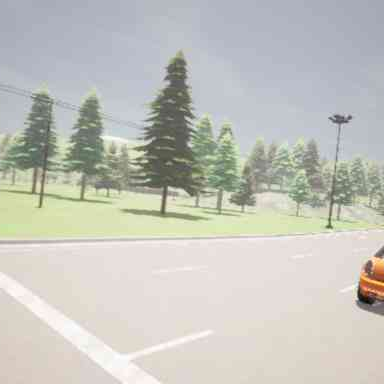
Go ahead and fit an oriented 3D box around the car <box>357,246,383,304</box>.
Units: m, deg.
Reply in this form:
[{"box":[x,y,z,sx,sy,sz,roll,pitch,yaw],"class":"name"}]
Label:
[{"box":[6.175,2.052,8.653,4.553,1.767,2.097,6,0,-43],"class":"car"}]
